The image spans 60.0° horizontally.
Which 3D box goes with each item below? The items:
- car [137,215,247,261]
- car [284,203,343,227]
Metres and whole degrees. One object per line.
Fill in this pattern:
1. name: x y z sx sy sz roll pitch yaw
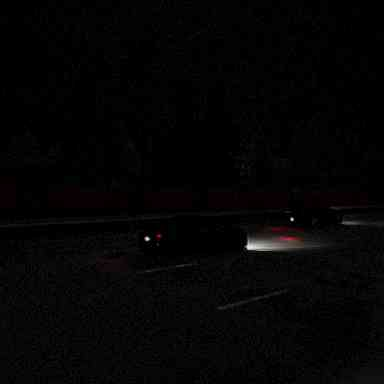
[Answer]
1. car: 0.092 1.563 12.453 4.181 1.385 1.994 0 0 -36
2. car: 8.380 1.503 22.783 4.892 1.490 1.837 0 0 -36
